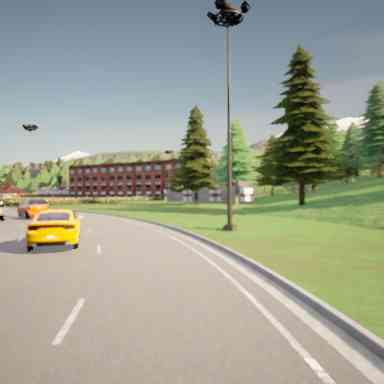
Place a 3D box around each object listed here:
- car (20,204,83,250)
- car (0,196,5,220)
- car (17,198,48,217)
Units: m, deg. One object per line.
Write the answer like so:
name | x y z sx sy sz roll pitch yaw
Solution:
car | -5.893 1.489 14.550 1.882 1.535 5.008 0 0 -17
car | -17.211 1.290 27.841 2.150 2.045 5.566 0 0 -38
car | -14.257 1.393 29.972 2.097 1.767 4.553 -1 0 -37
